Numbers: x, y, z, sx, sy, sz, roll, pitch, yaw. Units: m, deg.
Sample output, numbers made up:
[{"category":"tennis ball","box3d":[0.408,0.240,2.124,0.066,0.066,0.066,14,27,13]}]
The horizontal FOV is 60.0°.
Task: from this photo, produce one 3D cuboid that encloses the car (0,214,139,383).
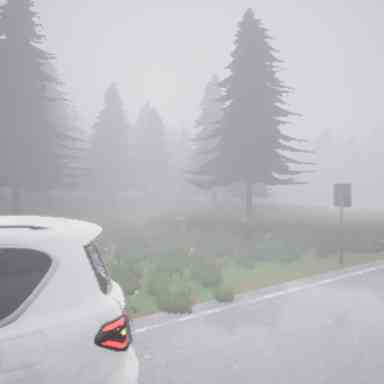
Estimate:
[{"category":"car","box3d":[-3.037,1.219,1.828,5.566,2.045,2.150,0,0,-35]}]
